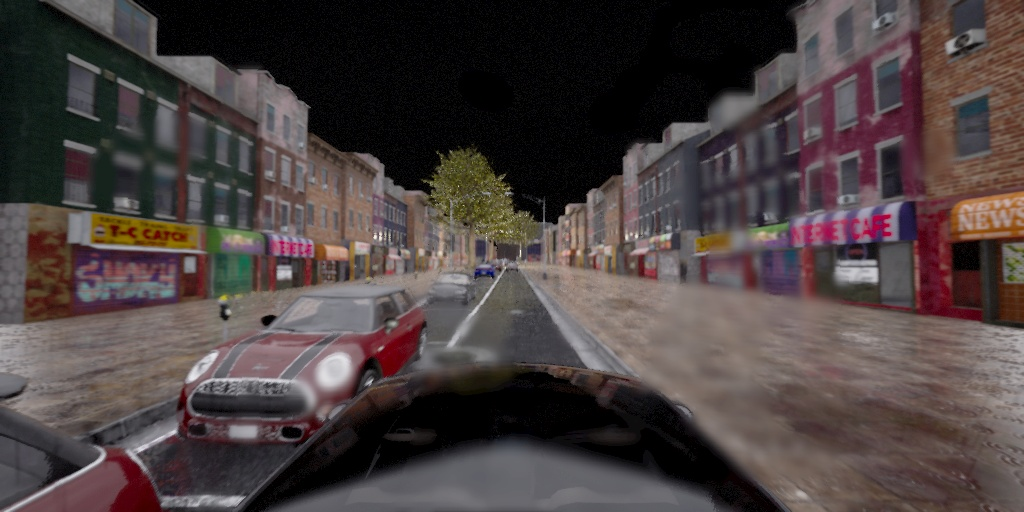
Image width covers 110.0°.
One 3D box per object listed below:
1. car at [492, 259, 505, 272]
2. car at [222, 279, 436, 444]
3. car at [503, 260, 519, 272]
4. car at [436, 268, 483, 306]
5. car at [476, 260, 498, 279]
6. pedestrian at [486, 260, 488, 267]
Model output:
[{"bbox_3d":[-2.633,1.427,55.343,2.192,1.841,5.009,0,0,0],"label":"car"},{"bbox_3d":[-2.637,1.228,5.515,1.967,1.591,4.097,0,0,0],"label":"car"},{"bbox_3d":[0.029,1.660,55.245,2.033,1.411,5.357,0,0,1],"label":"car"},{"bbox_3d":[-2.636,1.436,16.589,2.007,1.370,4.403,0,0,0],"label":"car"},{"bbox_3d":[-2.748,1.497,37.421,1.882,1.535,5.008,0,0,0],"label":"car"},{"bbox_3d":[-2.748,1.329,40.452,0.375,1.860,0.375,-2,-2,0],"label":"pedestrian"}]
